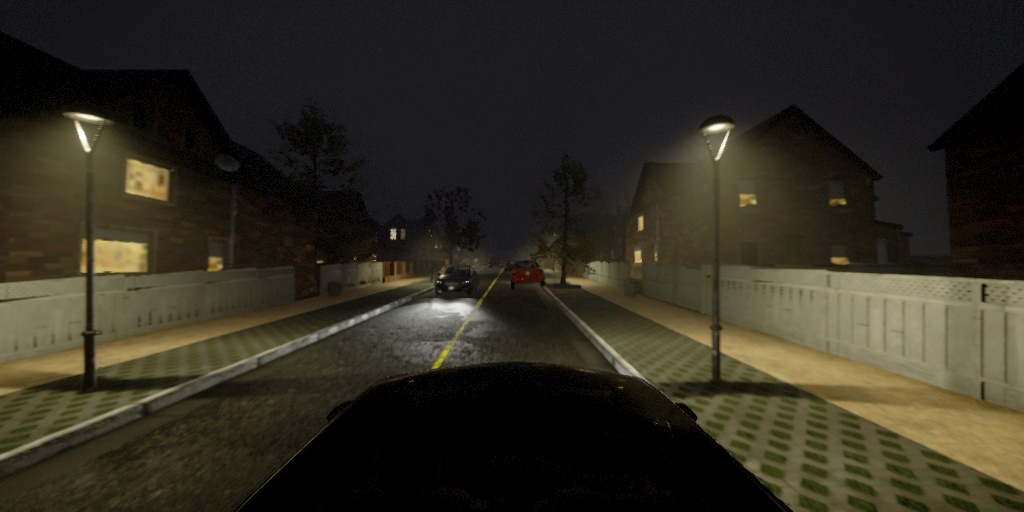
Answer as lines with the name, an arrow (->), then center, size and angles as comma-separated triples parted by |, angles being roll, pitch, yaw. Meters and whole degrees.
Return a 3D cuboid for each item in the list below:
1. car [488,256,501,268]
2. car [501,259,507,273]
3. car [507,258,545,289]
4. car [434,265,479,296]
car -> -2.786, 1.021, 61.178 | 2.150, 2.045, 5.566 | 0, 0, 1
car -> 0.011, 1.317, 43.567 | 2.033, 1.411, 5.357 | 0, 0, 0
car -> 0.921, 1.053, 23.228 | 2.097, 1.767, 4.553 | -3, -1, 0
car -> -2.849, 1.242, 19.296 | 2.128, 1.511, 4.902 | 0, 0, 0
